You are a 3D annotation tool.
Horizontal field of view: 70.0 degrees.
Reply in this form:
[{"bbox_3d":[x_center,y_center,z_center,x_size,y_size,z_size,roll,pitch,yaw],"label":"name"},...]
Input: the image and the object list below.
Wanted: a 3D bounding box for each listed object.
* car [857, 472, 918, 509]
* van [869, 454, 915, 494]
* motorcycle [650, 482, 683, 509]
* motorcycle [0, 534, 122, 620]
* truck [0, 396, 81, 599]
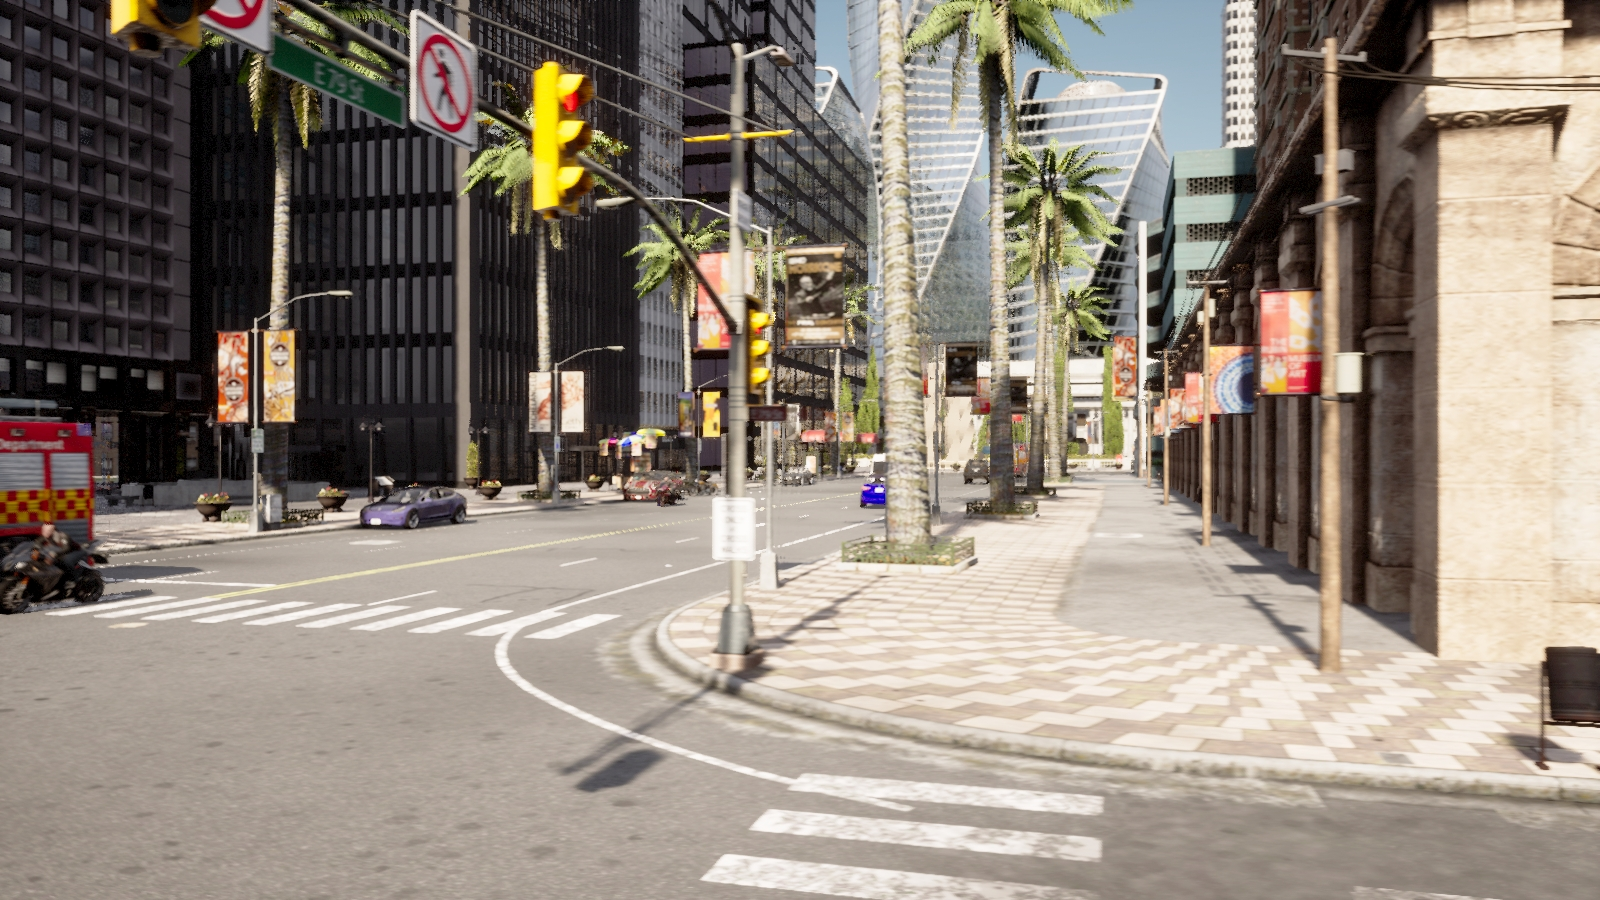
[{"bbox_3d":[4.438,1.992,57.337,2.242,1.667,4.611,0,0,16],"label":"car"},{"bbox_3d":[6.271,1.566,77.214,1.988,2.561,5.915,0,0,15],"label":"van"},{"bbox_3d":[-6.618,2.227,56.790,0.867,1.251,2.209,0,0,16],"label":"motorcycle"},{"bbox_3d":[-13.265,2.211,20.247,0.867,1.251,2.209,1,0,12],"label":"motorcycle"},{"bbox_3d":[-17.215,0.896,19.628,2.891,3.827,8.468,0,0,16],"label":"truck"}]
